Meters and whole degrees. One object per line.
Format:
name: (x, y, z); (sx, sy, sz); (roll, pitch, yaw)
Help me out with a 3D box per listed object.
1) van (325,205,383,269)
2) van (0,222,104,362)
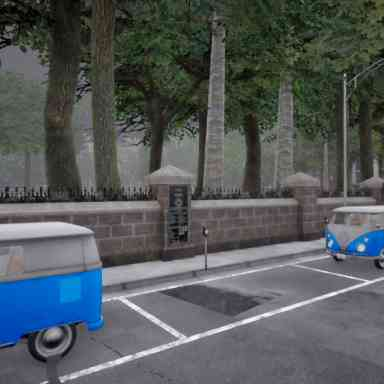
van: (6.027, 1.337, 10.848); (3.998, 1.788, 1.690); (0, 0, -36)
van: (-3.178, 1.341, 4.267); (3.998, 1.788, 1.690); (0, 0, -36)
